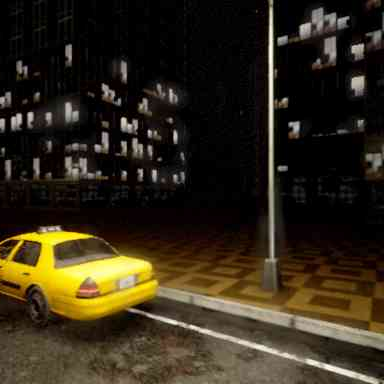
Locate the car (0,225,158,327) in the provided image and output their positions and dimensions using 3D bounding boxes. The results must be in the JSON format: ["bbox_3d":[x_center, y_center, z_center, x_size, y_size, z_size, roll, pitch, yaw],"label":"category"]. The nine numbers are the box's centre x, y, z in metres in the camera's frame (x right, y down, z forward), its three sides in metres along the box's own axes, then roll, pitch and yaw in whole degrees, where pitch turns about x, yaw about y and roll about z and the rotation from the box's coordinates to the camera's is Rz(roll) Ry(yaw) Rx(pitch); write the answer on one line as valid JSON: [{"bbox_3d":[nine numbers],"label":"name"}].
[{"bbox_3d":[-3.175,1.489,7.049,5.366,1.575,1.801,0,0,35],"label":"car"}]
